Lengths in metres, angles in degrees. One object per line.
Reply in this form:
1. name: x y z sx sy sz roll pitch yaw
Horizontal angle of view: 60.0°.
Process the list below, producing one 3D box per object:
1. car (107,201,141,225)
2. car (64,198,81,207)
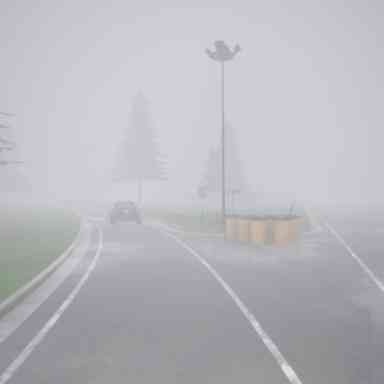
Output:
1. car: -5.244 1.432 25.145 2.097 1.767 4.553 0 0 -19
2. car: -19.472 1.751 54.206 2.033 1.411 5.357 0 0 -32
